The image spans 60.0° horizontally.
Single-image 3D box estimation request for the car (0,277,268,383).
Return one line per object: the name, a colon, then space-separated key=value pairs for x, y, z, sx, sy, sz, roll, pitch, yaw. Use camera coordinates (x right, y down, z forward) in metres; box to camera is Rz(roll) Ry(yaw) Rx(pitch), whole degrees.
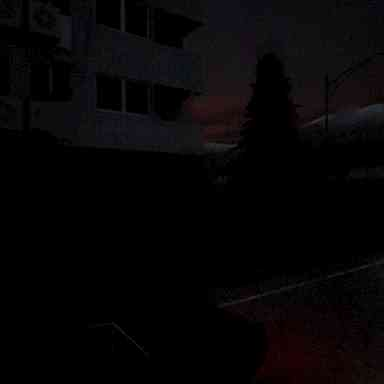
car: x=-1.617 y=1.598 z=2.833 sx=4.718 sy=1.301 sz=1.895 roll=-1 pitch=0 yaw=-35
